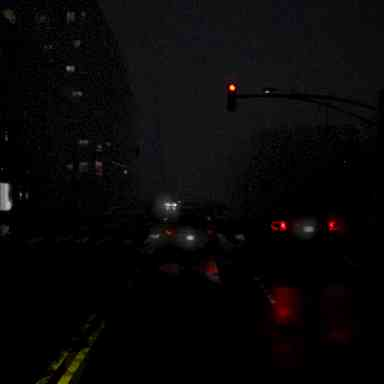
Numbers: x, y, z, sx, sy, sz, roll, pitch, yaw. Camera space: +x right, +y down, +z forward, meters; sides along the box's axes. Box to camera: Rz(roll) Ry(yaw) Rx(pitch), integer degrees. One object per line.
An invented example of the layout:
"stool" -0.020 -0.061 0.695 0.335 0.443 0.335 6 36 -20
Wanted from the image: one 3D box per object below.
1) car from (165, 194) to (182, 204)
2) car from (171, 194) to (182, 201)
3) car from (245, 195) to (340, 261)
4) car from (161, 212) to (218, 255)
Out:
"car" -3.311 1.116 54.763 2.128 1.511 4.902 0 0 0
"car" -3.238 1.073 70.364 1.994 1.385 4.181 0 0 0
"car" 3.298 1.132 11.983 2.150 2.045 5.566 0 0 1
"car" -0.179 1.470 12.981 1.994 1.385 4.181 0 0 -3
